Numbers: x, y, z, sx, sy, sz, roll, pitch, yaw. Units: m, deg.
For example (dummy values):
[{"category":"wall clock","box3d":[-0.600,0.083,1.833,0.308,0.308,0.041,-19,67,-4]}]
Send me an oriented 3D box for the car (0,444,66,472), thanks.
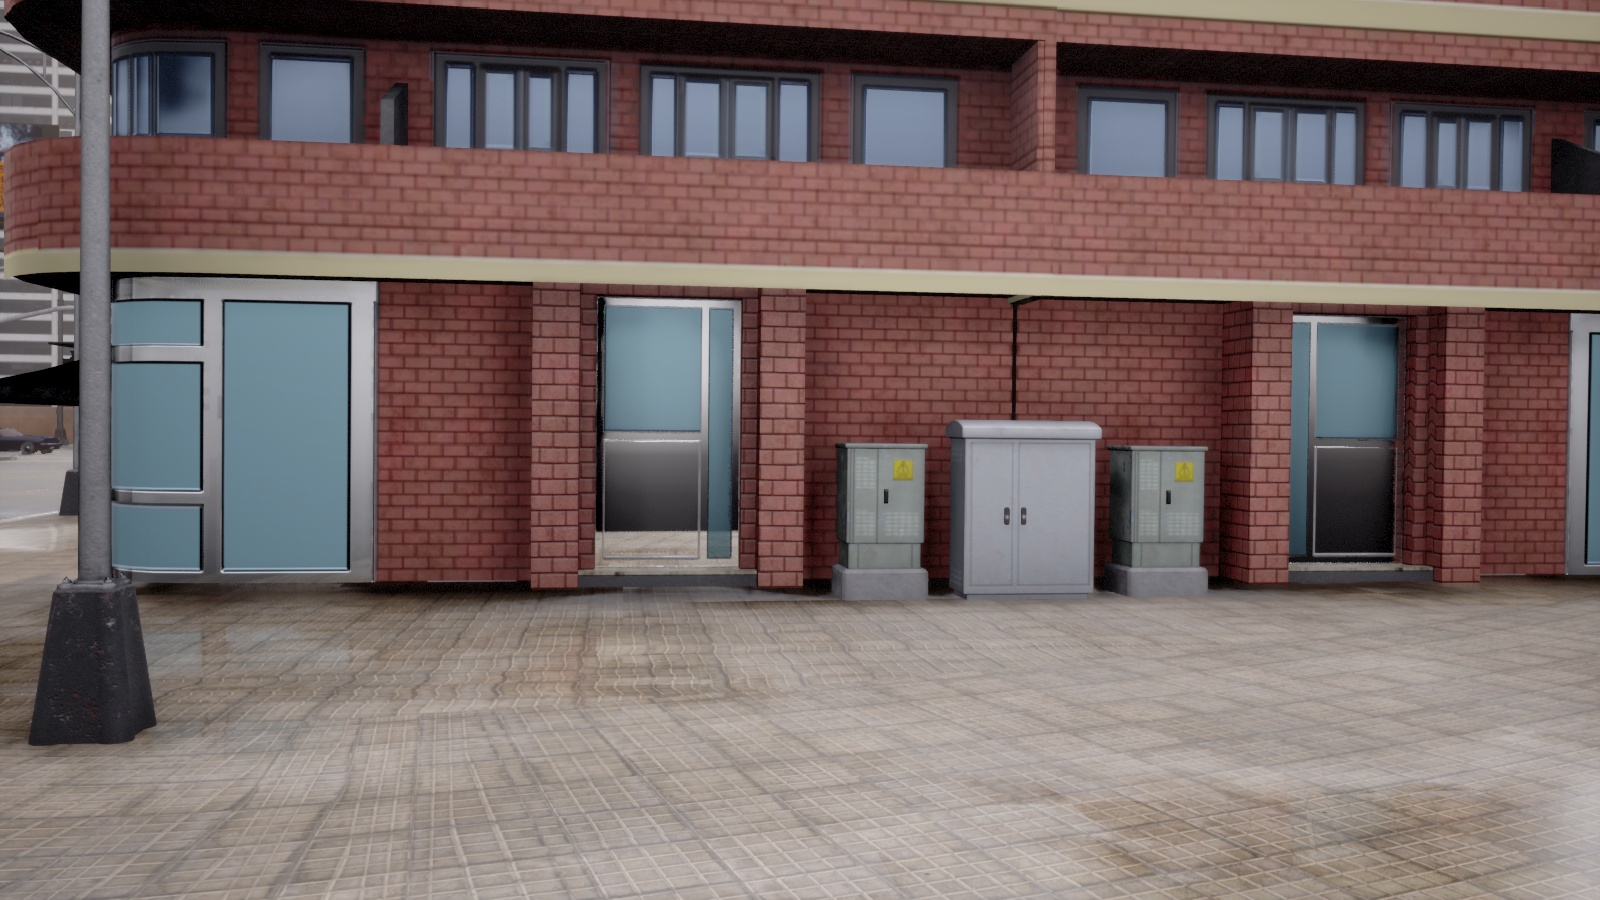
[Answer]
[{"category":"car","box3d":[-37.972,0.389,59.950,4.718,1.301,1.895,-1,1,-3]}]
